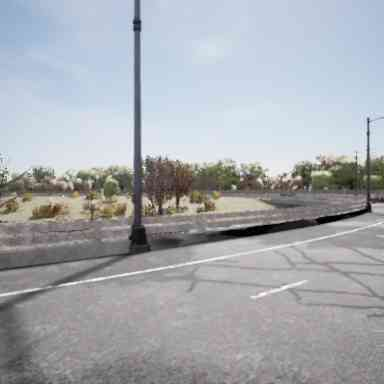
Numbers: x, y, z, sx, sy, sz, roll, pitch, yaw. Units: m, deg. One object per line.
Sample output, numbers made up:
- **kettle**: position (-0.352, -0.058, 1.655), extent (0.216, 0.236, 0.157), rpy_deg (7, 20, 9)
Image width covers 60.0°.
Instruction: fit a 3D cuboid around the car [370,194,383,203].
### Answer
- **car**: position (37.663, 1.257, 67.938), extent (2.097, 1.767, 4.553), rpy_deg (0, 0, 12)
